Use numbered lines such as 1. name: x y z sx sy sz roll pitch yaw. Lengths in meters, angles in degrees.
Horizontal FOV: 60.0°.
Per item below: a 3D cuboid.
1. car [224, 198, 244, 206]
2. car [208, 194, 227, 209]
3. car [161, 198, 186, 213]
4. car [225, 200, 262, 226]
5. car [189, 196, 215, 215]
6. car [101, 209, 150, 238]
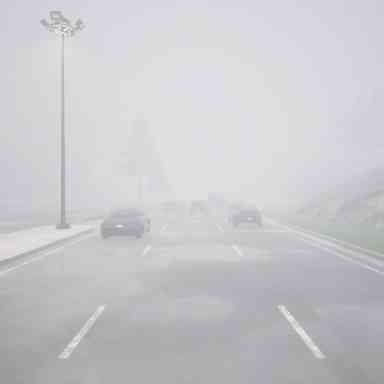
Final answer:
1. car: 5.603 1.547 39.583 2.033 1.411 5.357 0 0 16
2. car: 3.398 1.221 44.433 2.150 2.045 5.566 0 0 16
3. car: -1.987 1.477 37.584 1.882 1.535 5.008 0 0 12
4. car: 3.636 1.526 23.202 1.812 1.442 4.674 0 0 1
5. car: 0.918 1.505 34.255 1.837 1.490 4.892 0 0 9
6. car: -3.398 1.564 17.609 1.994 1.385 4.181 0 0 0
